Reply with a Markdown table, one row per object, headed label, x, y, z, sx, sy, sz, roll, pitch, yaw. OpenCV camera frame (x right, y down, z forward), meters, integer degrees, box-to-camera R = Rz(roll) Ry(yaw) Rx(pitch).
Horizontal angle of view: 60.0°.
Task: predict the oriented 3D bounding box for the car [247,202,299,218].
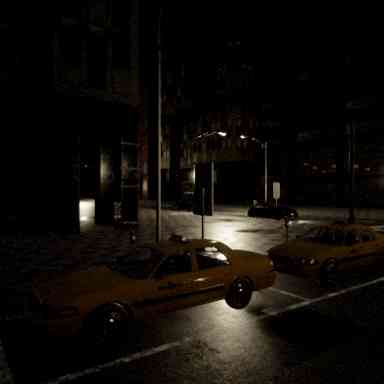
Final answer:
| label | x | y | z | sx | sy | sz | roll | pitch | yaw |
| --- | --- | --- | --- | --- | --- | --- | --- | --- | --- |
| car | 6.421 | 1.504 | 26.690 | 1.994 | 1.385 | 4.181 | 0 | 0 | -35 |

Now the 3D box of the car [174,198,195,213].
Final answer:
| label | x | y | z | sx | sy | sz | roll | pitch | yaw |
| --- | --- | --- | --- | --- | --- | --- | --- | --- | --- |
| car | -0.228 | 1.432 | 35.938 | 1.812 | 1.442 | 4.674 | 0 | 1 | -35 |

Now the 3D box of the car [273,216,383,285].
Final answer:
| label | x | y | z | sx | sy | sz | roll | pitch | yaw |
| --- | --- | --- | --- | --- | --- | --- | --- | --- | --- |
| car | 4.078 | 1.524 | 9.533 | 4.829 | 1.417 | 1.752 | 0 | 0 | -35 |

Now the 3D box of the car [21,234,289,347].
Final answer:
| label | x | y | z | sx | sy | sz | roll | pitch | yaw |
| --- | --- | --- | --- | --- | --- | --- | --- | --- | --- |
| car | -0.489 | 1.525 | 6.290 | 4.829 | 1.417 | 1.752 | 0 | 0 | -35 |
